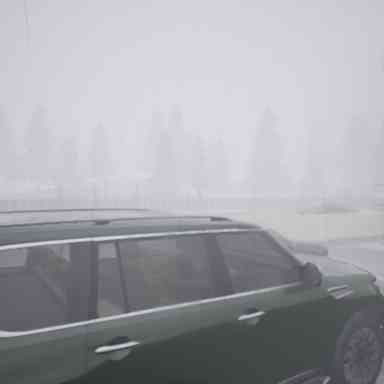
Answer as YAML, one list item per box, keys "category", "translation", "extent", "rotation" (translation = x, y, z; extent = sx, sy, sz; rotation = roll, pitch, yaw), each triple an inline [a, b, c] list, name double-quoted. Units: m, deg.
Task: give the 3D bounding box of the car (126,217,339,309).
- category: "car"
  translation: [1.214, 1.523, 8.581]
  extent: [5.357, 1.411, 2.033]
  rotation: [0, 0, -32]

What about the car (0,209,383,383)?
- category: "car"
  translation: [-0.184, 1.206, 3.505]
  extent: [5.566, 2.045, 2.150]
  rotation: [0, 0, -34]

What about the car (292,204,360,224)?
- category: "car"
  translation: [10.094, 1.576, 25.050]
  extent: [4.718, 1.301, 1.895]
  rotation: [0, 0, -23]
